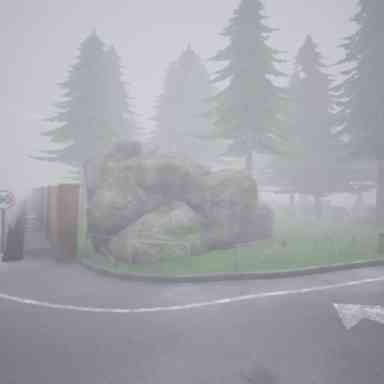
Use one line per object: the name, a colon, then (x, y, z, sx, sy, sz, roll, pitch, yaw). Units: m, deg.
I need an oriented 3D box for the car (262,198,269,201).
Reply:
car: (14.037, 1.592, 65.616, 2.033, 1.411, 5.357, 1, 0, -16)
